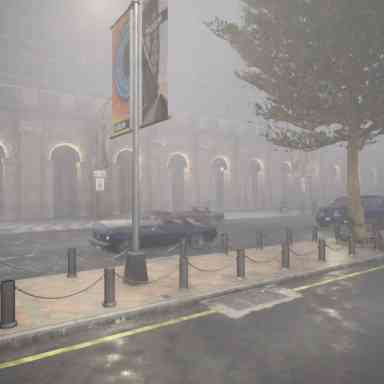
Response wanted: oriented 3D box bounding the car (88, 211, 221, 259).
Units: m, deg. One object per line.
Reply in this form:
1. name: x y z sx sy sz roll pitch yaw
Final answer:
1. car: -1.421 1.601 12.740 4.718 1.301 1.895 0 0 -35

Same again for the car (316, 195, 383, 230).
1. car: 10.113 1.224 20.763 5.566 2.045 2.150 0 0 -35

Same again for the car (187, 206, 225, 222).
1. car: -0.236 1.595 21.669 4.718 1.301 1.895 0 0 -35

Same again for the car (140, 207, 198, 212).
1. car: -2.314 1.601 16.376 4.718 1.301 1.895 0 0 -35
